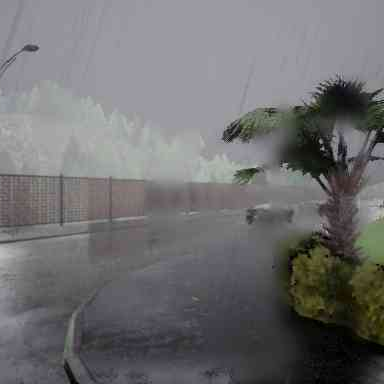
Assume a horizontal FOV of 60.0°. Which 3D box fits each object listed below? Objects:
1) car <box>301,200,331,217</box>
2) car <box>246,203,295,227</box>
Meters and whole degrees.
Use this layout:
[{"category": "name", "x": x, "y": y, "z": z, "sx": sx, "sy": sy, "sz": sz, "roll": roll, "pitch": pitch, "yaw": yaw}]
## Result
[{"category": "car", "x": 11.938, "y": 1.485, "z": 31.902, "sx": 2.128, "sy": 1.511, "sz": 4.902, "roll": 0, "pitch": 0, "yaw": 35}, {"category": "car", "x": 5.517, "y": 1.470, "z": 22.969, "sx": 1.882, "sy": 1.535, "sz": 5.008, "roll": 0, "pitch": 0, "yaw": 36}]
